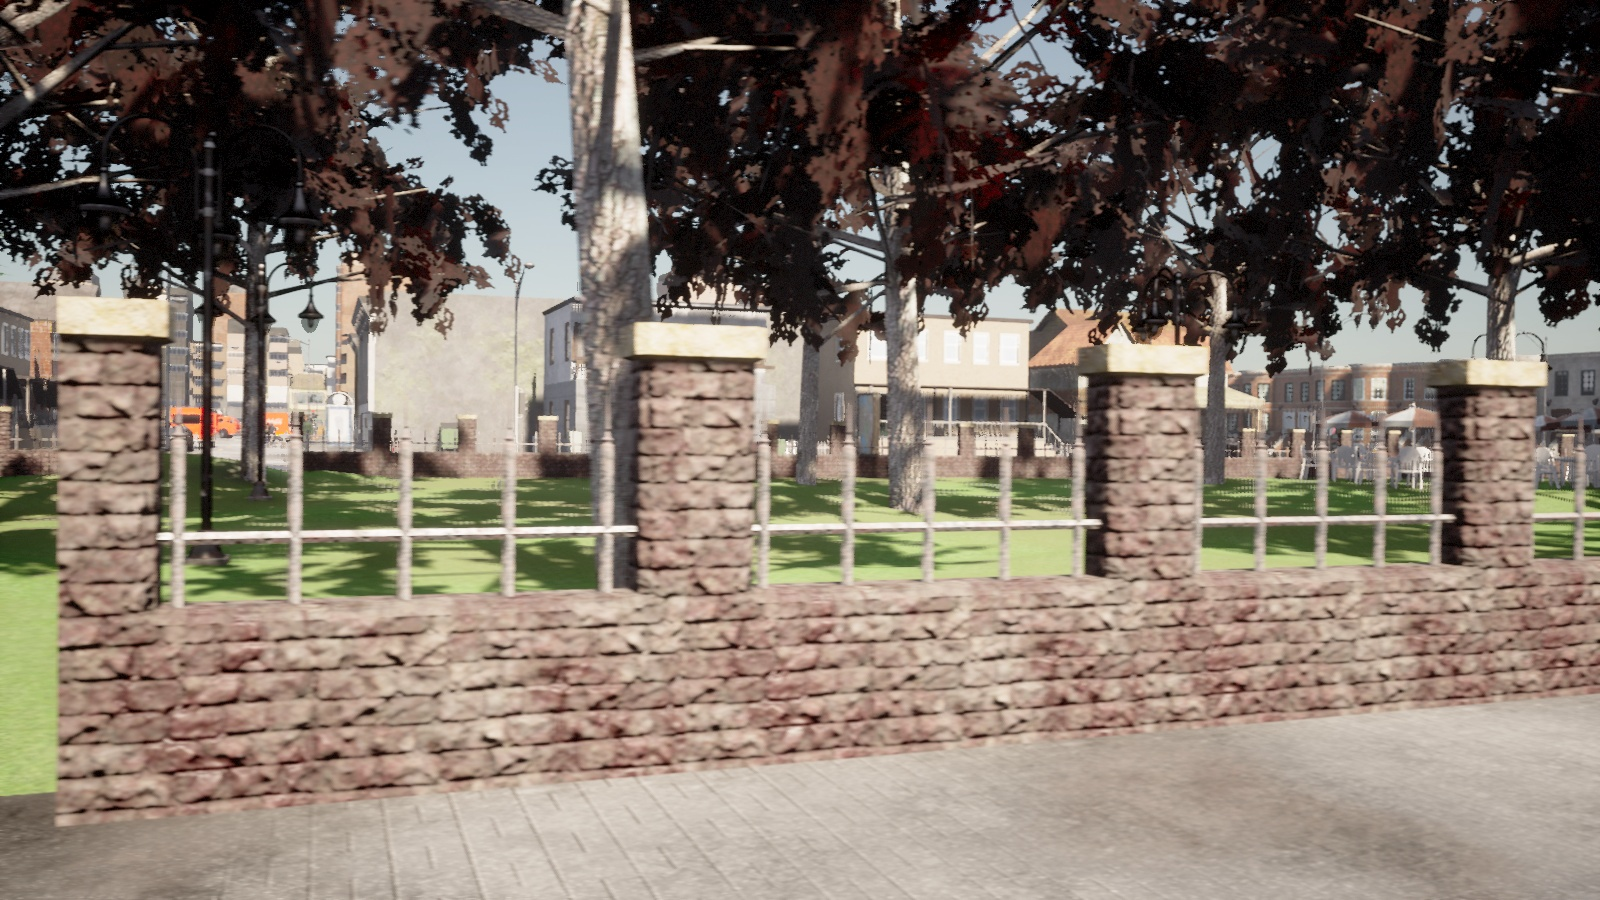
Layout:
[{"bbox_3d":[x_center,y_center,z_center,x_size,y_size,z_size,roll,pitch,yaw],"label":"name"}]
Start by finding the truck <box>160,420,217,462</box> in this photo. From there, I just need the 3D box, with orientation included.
[{"bbox_3d":[-37.182,-0.558,76.534,2.627,2.467,5.204,-1,1,-21],"label":"truck"}]

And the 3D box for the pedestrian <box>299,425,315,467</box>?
[{"bbox_3d":[-21.890,-0.162,55.723,0.353,1.847,0.614,0,1,15],"label":"pedestrian"}]

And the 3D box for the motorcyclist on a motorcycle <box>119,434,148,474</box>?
[{"bbox_3d":[-28.593,0.155,53.881,0.766,1.649,2.350,-1,1,-21],"label":"motorcyclist on a motorcycle"}]

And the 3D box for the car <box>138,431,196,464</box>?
[{"bbox_3d":[-33.106,-0.161,65.786,2.152,1.651,5.027,-1,1,-21],"label":"car"}]

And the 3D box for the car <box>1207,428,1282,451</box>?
[{"bbox_3d":[29.934,-0.728,84.708,2.128,1.511,4.902,-1,1,-21],"label":"car"}]

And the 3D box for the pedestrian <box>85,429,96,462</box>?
[{"bbox_3d":[-40.785,-0.270,72.211,0.331,1.846,0.636,-1,1,-6],"label":"pedestrian"}]
